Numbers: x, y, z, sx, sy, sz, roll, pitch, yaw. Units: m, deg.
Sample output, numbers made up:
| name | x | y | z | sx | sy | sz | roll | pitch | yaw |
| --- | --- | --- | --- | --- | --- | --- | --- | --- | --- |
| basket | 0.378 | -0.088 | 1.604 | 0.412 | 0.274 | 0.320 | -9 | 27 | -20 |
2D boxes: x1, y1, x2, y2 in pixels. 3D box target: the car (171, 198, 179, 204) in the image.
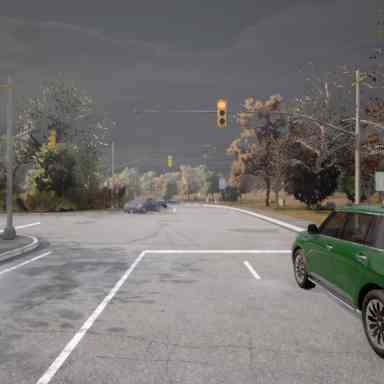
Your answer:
| name | x | y | z | sx | sy | sz | roll | pitch | yaw |
| --- | --- | --- | --- | --- | --- | --- | --- | --- | --- |
| car | -4.656 | 2.359 | 82.987 | 2.128 | 1.511 | 4.902 | 0 | -1 | -22 |

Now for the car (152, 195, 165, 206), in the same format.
| name | x | y | z | sx | sy | sz | roll | pitch | yaw |
| --- | --- | --- | --- | --- | --- | --- | --- | --- | --- |
| car | -6.352 | 1.649 | 62.938 | 2.150 | 2.045 | 5.566 | 0 | -2 | -10 |

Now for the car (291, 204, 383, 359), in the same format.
| name | x | y | z | sx | sy | sz | roll | pitch | yaw |
| --- | --- | --- | --- | --- | --- | --- | --- | --- | --- |
| car | 3.582 | 1.221 | 6.066 | 2.150 | 2.045 | 5.566 | 0 | 0 | 0 |

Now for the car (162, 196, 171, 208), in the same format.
| name | x | y | z | sx | sy | sz | roll | pitch | yaw |
| --- | --- | --- | --- | --- | --- | --- | --- | --- | --- |
| car | -4.639 | 1.709 | 49.875 | 2.033 | 1.411 | 5.357 | 0 | -1 | -5 |

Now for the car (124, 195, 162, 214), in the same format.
| name | x | y | z | sx | sy | sz | roll | pitch | yaw |
| --- | --- | --- | --- | --- | --- | --- | --- | --- | --- |
| car | -5.285 | 1.365 | 35.054 | 2.097 | 1.767 | 4.553 | 0 | 0 | 18 |
